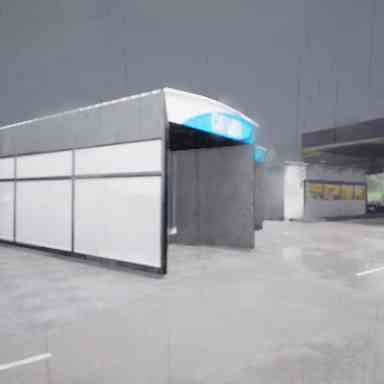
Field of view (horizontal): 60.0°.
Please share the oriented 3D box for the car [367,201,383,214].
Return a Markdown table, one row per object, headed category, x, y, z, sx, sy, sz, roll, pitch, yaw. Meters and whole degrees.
| category | x | y | z | sx | sy | sz | roll | pitch | yaw |
| --- | --- | --- | --- | --- | --- | --- | --- | --- | --- |
| car | 22.436 | 1.906 | 41.254 | 4.611 | 1.667 | 2.242 | 1 | 0 | -36 |
